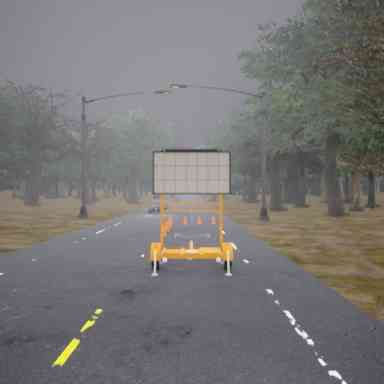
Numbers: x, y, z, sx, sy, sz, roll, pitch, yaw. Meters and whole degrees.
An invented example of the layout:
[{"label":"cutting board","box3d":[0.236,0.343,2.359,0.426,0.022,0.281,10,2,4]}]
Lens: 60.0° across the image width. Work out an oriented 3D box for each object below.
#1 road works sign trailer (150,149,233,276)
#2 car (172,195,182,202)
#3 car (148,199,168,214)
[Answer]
[{"label":"road works sign trailer","box3d":[-0.009,0.474,10.372,2.380,3.560,2.880,0,0,0]},{"label":"car","box3d":[-3.452,1.397,77.233,2.097,1.767,4.553,0,0,0]},{"label":"car","box3d":[-3.578,1.549,35.730,1.837,1.490,4.892,0,0,0]}]
